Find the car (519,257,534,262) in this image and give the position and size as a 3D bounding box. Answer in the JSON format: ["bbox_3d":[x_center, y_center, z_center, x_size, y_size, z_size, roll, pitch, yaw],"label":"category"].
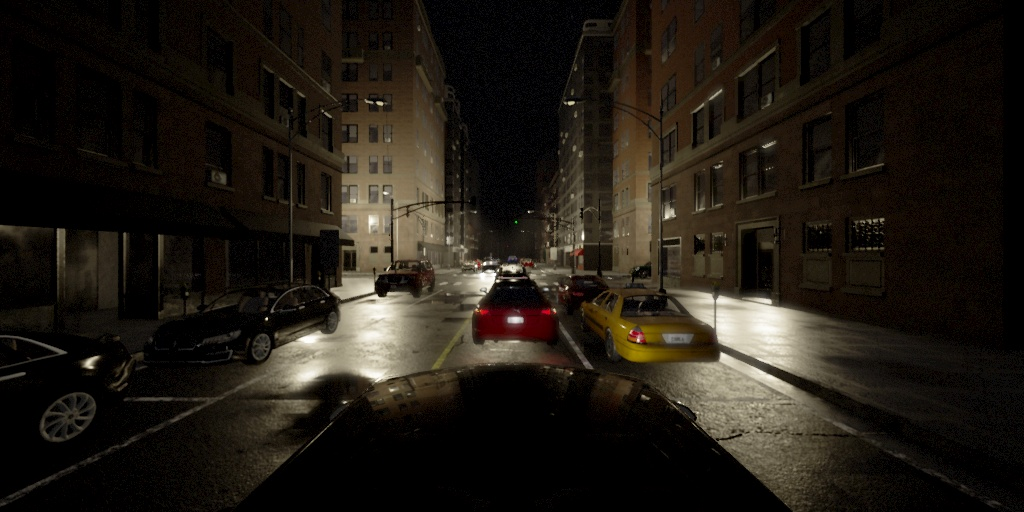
[{"bbox_3d":[2.751,1.197,61.502,1.967,1.591,4.097,0,0,0],"label":"car"}]

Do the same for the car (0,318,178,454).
[{"bbox_3d":[-5.388,1.301,2.461,2.007,1.370,4.403,0,0,0],"label":"car"}]

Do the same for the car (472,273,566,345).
[{"bbox_3d":[0.081,1.316,9.532,1.994,1.385,4.181,0,0,0],"label":"car"}]

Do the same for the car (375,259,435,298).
[{"bbox_3d":[-5.357,1.068,18.699,2.192,1.841,5.009,0,0,0],"label":"car"}]

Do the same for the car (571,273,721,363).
[{"bbox_3d":[2.647,1.277,8.019,1.751,1.417,4.829,0,0,0],"label":"car"}]

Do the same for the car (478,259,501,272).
[{"bbox_3d":[-2.767,1.359,45.307,1.895,1.301,4.718,0,0,0],"label":"car"}]

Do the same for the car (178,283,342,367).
[{"bbox_3d":[-5.378,1.302,7.874,2.007,1.370,4.403,0,0,0],"label":"car"}]

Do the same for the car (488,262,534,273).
[{"bbox_3d":[0.033,1.245,19.401,2.128,1.511,4.902,0,0,0],"label":"car"}]

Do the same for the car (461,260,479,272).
[{"bbox_3d":[-5.306,1.309,45.163,2.007,1.370,4.403,0,0,0],"label":"car"}]

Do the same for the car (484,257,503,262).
[{"bbox_3d":[-2.740,1.250,54.876,2.128,1.511,4.902,0,0,0],"label":"car"}]

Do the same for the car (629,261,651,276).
[{"bbox_3d":[13.226,1.174,33.252,4.553,1.767,2.097,0,0,0],"label":"car"}]

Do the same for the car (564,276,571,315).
[{"bbox_3d":[2.657,1.335,13.262,1.802,1.307,4.207,0,0,0],"label":"car"}]
